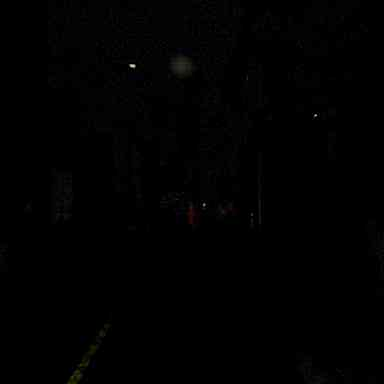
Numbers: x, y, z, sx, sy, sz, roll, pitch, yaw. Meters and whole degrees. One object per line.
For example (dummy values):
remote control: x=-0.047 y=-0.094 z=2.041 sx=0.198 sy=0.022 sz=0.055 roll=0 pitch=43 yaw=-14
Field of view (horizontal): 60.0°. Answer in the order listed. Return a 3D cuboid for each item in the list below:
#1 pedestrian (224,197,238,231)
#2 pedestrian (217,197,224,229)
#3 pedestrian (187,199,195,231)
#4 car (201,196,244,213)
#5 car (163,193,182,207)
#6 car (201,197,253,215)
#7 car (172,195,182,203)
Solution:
pedestrian: x=2.079 y=1.138 z=17.762 sx=0.375 sy=1.860 sz=0.375 roll=1 pitch=-1 yaw=0
pedestrian: x=1.723 y=1.131 z=18.399 sx=0.375 sy=1.860 sz=0.375 roll=1 pitch=-1 yaw=0
pedestrian: x=-0.024 y=1.289 z=18.937 sx=0.375 sy=1.860 sz=0.375 roll=1 pitch=-1 yaw=0
car: x=3.293 y=1.369 z=36.603 sx=4.553 sy=1.767 sz=2.097 roll=0 pitch=-1 yaw=-1
car: x=-3.001 y=1.176 z=49.562 sx=2.150 sy=2.045 sz=5.566 roll=0 pitch=0 yaw=0
car: x=3.607 y=1.461 z=33.360 sx=4.892 sy=1.490 sz=1.837 roll=-1 pitch=-1 yaw=-1
car: x=-3.101 y=1.405 z=68.265 sx=1.882 sy=1.535 sz=5.008 roll=0 pitch=0 yaw=0
